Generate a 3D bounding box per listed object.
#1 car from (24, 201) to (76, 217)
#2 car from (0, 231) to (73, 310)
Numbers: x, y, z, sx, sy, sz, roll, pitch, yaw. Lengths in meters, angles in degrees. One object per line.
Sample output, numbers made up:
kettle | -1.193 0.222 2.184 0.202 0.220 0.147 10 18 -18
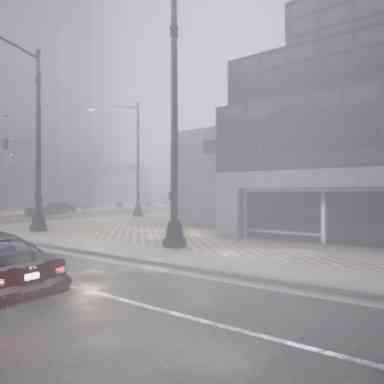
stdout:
car | -13.950 1.627 32.892 1.882 1.535 5.008 0 0 36
car | -4.981 1.610 7.555 5.357 1.411 2.033 0 0 35
